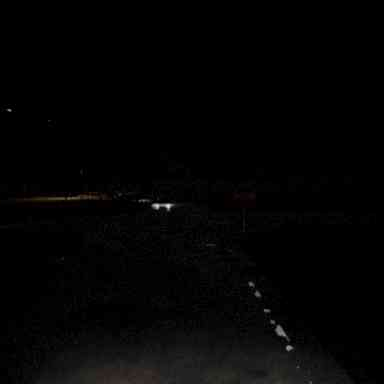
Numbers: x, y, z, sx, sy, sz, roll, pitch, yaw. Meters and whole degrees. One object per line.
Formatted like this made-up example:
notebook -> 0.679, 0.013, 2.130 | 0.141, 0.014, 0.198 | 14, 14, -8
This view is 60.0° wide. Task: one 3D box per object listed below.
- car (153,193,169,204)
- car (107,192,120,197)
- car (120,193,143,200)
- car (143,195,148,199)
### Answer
car -> -4.478, 0.877, 47.772 | 1.882, 1.535, 5.008 | 0, 1, -14
car -> -17.677, 0.646, 76.230 | 4.181, 1.385, 1.994 | 0, 1, 42
car -> -11.920, 0.860, 65.215 | 1.895, 1.301, 4.718 | -2, 1, -32
car -> -11.038, 0.785, 68.728 | 1.895, 1.301, 4.718 | -2, 1, -37
